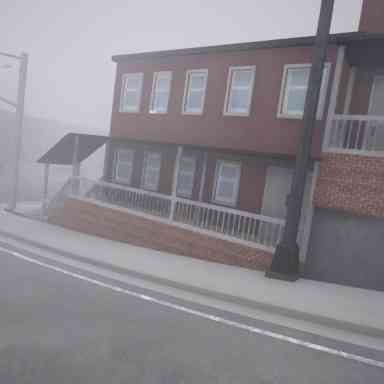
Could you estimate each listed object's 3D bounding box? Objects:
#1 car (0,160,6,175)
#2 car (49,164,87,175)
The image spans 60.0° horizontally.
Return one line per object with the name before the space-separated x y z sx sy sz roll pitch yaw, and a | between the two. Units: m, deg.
car | -19.889 -2.629 30.861 2.097 1.767 4.553 11 7 35
car | -15.780 -3.047 42.513 2.128 1.511 4.902 11 7 35
